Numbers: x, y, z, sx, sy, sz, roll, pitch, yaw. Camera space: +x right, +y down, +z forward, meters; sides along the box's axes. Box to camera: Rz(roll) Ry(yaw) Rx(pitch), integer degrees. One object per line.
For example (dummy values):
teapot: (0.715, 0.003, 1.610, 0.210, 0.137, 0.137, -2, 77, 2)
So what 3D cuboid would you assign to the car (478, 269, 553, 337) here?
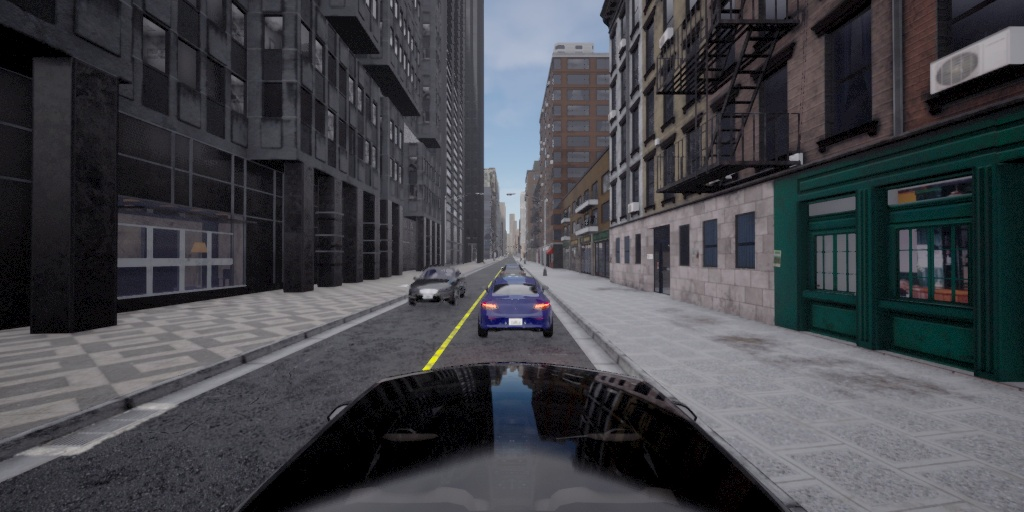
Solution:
car: (0.088, 1.277, 10.159, 1.812, 1.442, 4.674, 0, 0, 0)

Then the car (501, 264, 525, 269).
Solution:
car: (0.062, 1.317, 28.207, 1.994, 1.385, 4.181, 0, 0, 0)

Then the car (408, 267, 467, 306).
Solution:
car: (-3.120, 1.243, 15.770, 2.128, 1.511, 4.902, 0, 0, 0)
